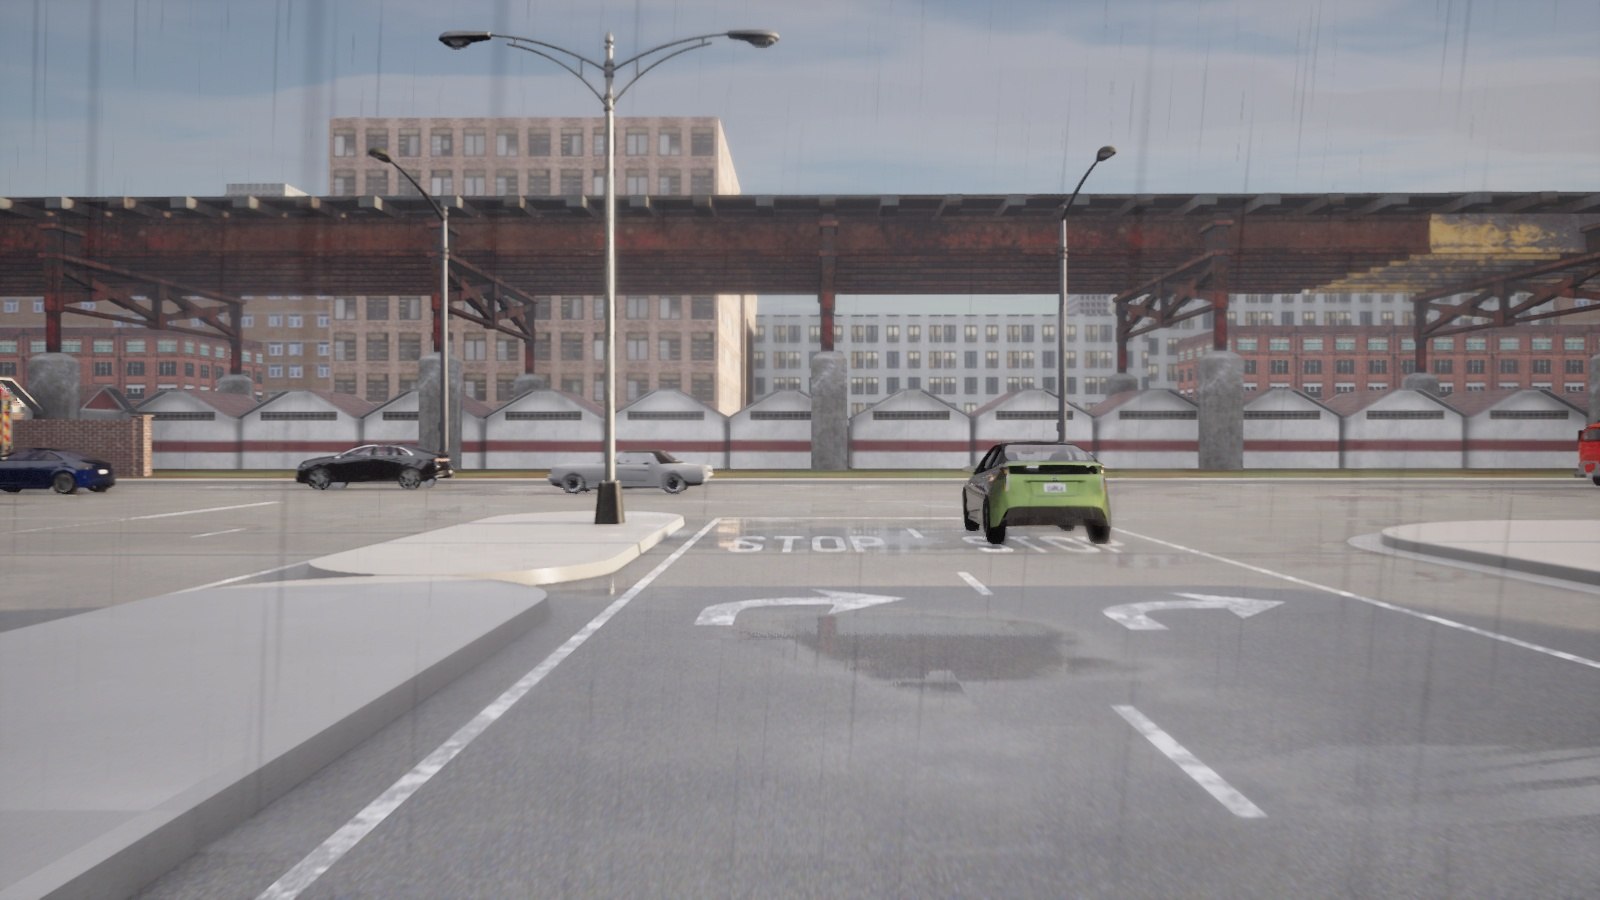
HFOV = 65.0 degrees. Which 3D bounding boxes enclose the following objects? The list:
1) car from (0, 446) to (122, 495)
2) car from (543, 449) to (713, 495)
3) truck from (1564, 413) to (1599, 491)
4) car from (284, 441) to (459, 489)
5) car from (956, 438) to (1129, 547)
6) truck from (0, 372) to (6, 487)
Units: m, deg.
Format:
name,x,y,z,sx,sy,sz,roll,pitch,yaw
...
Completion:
name,x,y,z,sx,sy,sz,roll,pitch,yaw
car,-22.654,0.583,37.108,4.181,1.385,1.994,0,0,1
car,-4.998,0.635,36.940,4.718,1.301,1.895,0,0,1
truck,27.824,0.056,40.124,5.204,2.467,2.627,0,0,1
car,-13.754,0.463,40.523,4.902,1.511,2.128,0,0,1
car,3.692,0.584,19.945,2.007,1.525,4.514,0,0,2
truck,-30.857,-0.673,40.679,8.468,3.827,2.891,0,0,1
